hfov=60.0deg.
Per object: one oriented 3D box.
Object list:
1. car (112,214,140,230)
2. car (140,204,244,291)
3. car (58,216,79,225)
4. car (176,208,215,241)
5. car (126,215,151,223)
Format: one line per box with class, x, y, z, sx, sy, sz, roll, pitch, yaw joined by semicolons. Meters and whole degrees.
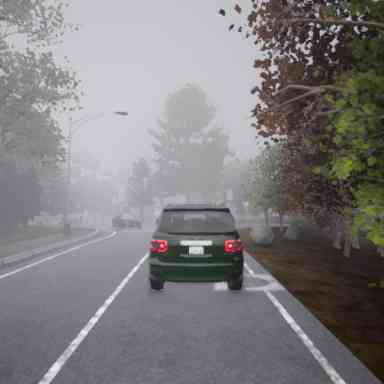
car;-6.307;2.838;32.078;1.882;1.535;5.008;3;-6;-28
car;0.106;1.337;9.443;2.150;2.045;5.566;0;-1;0
car;-19.487;4.540;52.818;1.837;1.490;4.892;-1;-5;1
car;0.274;1.887;20.184;2.097;1.767;4.553;0;-3;2
car;-10.972;5.589;68.206;4.892;1.490;1.837;1;-5;-26
